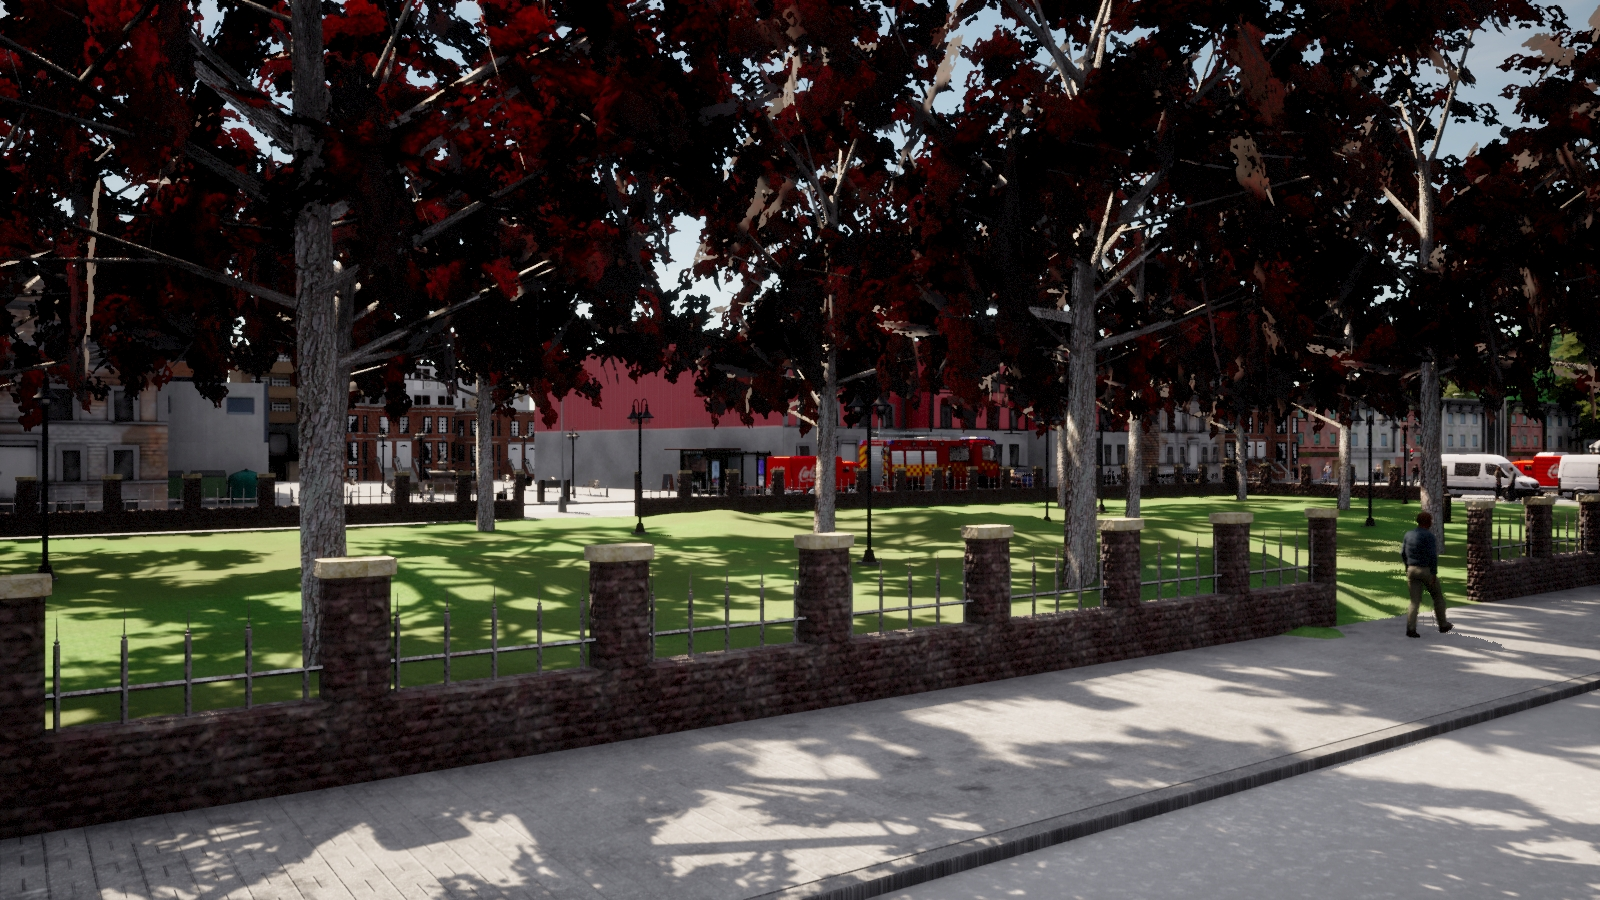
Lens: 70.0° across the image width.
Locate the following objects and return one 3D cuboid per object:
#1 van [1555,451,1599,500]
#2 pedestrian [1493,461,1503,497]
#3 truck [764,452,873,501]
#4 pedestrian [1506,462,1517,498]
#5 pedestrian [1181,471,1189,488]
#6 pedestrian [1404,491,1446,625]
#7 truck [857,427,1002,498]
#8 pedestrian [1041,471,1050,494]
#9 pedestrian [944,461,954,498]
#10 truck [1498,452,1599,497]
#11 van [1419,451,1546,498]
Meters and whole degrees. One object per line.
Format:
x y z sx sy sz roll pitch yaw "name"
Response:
42.801 1.314 59.145 1.988 2.561 5.915 0 0 -34 "van"
36.251 1.523 59.334 0.375 1.860 0.375 0 0 -38 "pedestrian"
0.982 1.348 60.339 5.204 2.467 2.627 0 0 -35 "truck"
36.614 1.525 58.795 0.375 1.860 0.375 0 0 44 "pedestrian"
24.786 1.907 73.532 0.500 1.100 0.500 0 0 18 "pedestrian"
8.917 1.525 16.299 0.375 1.860 0.375 0 0 -28 "pedestrian"
7.473 0.671 65.186 8.468 3.827 2.891 0 0 -35 "truck"
13.601 1.804 63.285 0.375 1.300 0.375 0 0 -35 "pedestrian"
7.733 1.524 59.216 0.375 1.860 0.375 0 0 -21 "pedestrian"
43.313 1.345 65.355 2.627 2.467 5.204 0 0 -35 "truck"
38.735 1.314 65.046 1.988 2.561 5.915 0 0 -34 "van"
